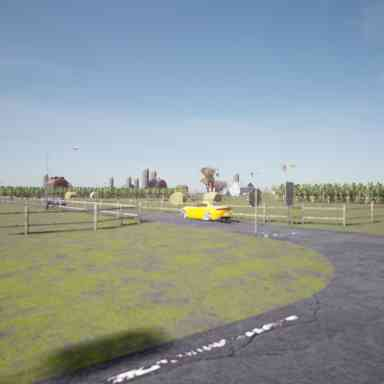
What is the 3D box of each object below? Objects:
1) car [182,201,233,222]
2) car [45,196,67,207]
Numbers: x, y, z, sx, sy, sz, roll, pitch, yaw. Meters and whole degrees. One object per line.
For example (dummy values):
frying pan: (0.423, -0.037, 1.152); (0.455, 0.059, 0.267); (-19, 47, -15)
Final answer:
car: (1.097, 1.491, 26.760); (1.882, 1.535, 5.008); (1, -1, -36)
car: (-20.020, 1.410, 48.869); (2.128, 1.511, 4.902); (1, -1, -40)
